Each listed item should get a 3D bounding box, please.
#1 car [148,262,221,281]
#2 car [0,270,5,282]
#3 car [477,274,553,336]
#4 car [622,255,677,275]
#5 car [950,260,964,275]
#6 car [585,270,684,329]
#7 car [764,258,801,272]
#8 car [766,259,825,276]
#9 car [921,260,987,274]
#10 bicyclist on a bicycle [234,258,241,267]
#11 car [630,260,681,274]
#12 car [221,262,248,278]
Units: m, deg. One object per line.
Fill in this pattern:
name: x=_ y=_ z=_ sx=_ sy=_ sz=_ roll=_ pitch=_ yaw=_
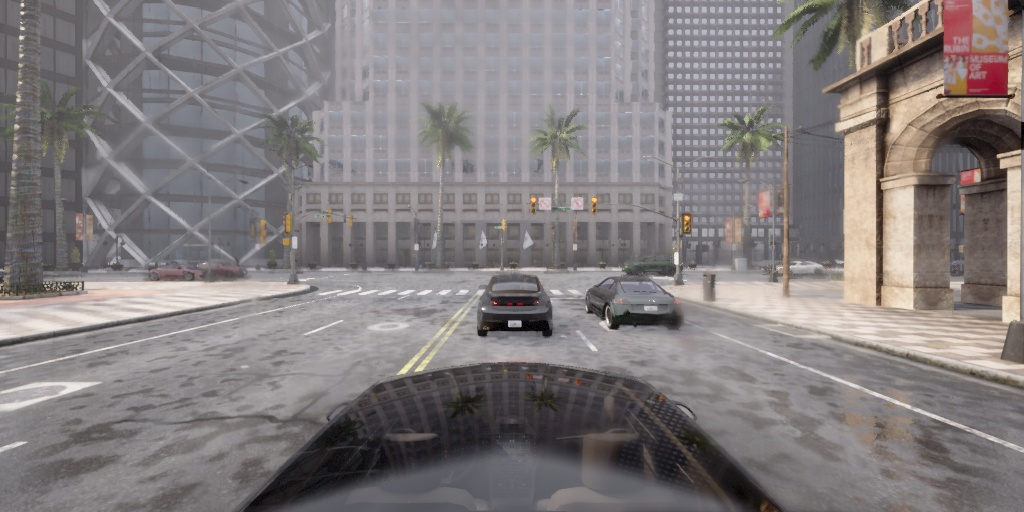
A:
car: x=-27.017 y=1.314 z=29.430 sx=4.181 sy=1.385 sz=1.994 roll=0 pitch=0 yaw=-4
car: x=-39.517 y=1.313 z=25.999 sx=4.181 sy=1.385 sz=1.994 roll=0 pitch=0 yaw=-30
car: x=0.076 y=1.255 z=10.349 sx=1.837 sy=1.490 sz=4.892 roll=0 pitch=0 yaw=0
car: x=14.211 y=0.970 z=36.814 sx=5.566 sy=2.045 sz=2.150 roll=0 pitch=0 yaw=-1
car: x=47.142 y=1.227 z=36.735 sx=5.008 sy=1.535 sz=1.882 roll=0 pitch=0 yaw=0
car: x=3.580 y=1.314 z=11.216 sx=1.994 sy=1.385 sz=4.181 roll=0 pitch=0 yaw=0
car: x=31.018 y=1.101 z=40.307 sx=4.553 sy=1.767 sz=2.097 roll=0 pitch=0 yaw=0
car: x=29.335 y=1.276 z=36.814 sx=4.674 sy=1.442 sz=1.812 roll=0 pitch=0 yaw=0
car: x=49.505 y=1.227 z=40.217 sx=5.008 sy=1.535 sz=1.882 roll=0 pitch=0 yaw=0
bicyclist on a bicycle: x=-35.756 y=1.050 z=46.654 sx=0.582 sy=1.620 sz=1.656 roll=0 pitch=0 yaw=-12
car: x=16.026 y=1.242 z=40.352 sx=4.902 sy=1.511 sz=2.128 roll=0 pitch=0 yaw=0
car: x=-26.958 y=1.276 z=32.928 sx=4.674 sy=1.442 sz=1.812 roll=0 pitch=0 yaw=-4
